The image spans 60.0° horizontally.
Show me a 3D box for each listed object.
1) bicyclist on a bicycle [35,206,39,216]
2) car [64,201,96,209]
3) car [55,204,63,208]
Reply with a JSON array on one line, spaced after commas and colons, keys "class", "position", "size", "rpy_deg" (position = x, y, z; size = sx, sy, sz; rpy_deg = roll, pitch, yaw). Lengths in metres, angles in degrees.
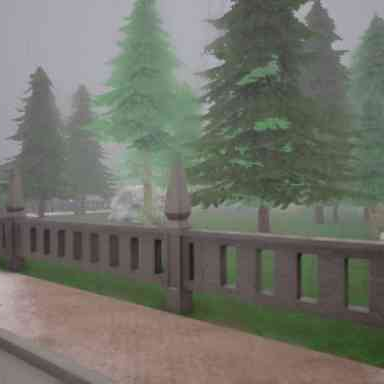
[{"class": "bicyclist on a bicycle", "position": [-15.479, 1.600, 33.603], "size": [1.656, 1.620, 0.582], "rpy_deg": [-1, -1, 35]}, {"class": "car", "position": [-16.459, 1.880, 50.982], "size": [1.882, 1.535, 5.008], "rpy_deg": [-1, -1, 36]}, {"class": "car", "position": [-19.308, 1.913, 53.016], "size": [1.882, 1.535, 5.008], "rpy_deg": [-1, -1, 36]}]
